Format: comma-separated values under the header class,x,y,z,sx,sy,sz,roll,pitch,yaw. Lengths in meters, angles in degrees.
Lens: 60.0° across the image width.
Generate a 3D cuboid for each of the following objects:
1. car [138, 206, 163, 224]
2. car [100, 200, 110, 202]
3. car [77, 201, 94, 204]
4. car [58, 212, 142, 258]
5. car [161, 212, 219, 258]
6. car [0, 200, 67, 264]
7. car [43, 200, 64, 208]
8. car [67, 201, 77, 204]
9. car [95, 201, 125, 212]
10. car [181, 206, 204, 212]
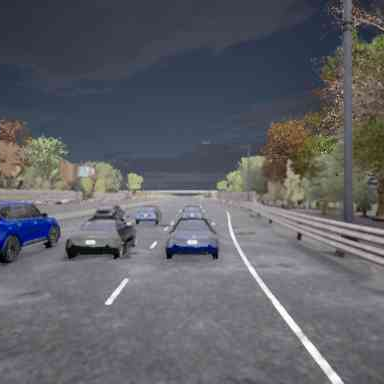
class,x,y,z,sx,sy,sz,roll,pitch,yaw
car,-3.483,1.851,27.518,2.033,1.411,5.357,0,-1,0
car,-17.485,2.306,67.396,1.812,1.442,4.674,0,-1,0
car,-20.985,2.376,67.366,1.895,1.301,4.718,0,-1,0
car,-3.472,1.710,13.424,1.994,1.385,4.181,0,-1,0
car,0.027,1.710,13.409,1.994,1.385,4.181,0,-1,1
car,-6.987,1.361,12.556,2.150,2.045,5.566,0,0,0
car,-27.985,2.307,67.399,2.128,1.511,4.902,0,-1,0
car,-24.485,2.376,67.367,1.895,1.301,4.718,0,-1,0
car,-6.970,1.822,28.493,1.837,1.490,4.892,0,0,1
car,0.016,1.851,27.524,2.033,1.411,5.357,0,-1,0
